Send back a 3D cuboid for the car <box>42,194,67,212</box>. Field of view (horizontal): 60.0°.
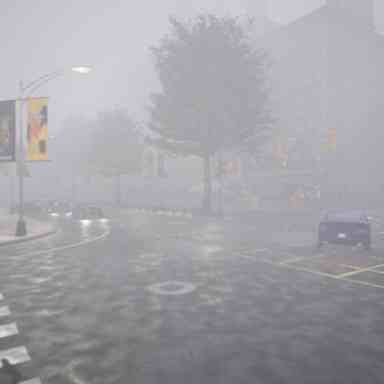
[{"bbox_3d":[-15.324,1.352,38.301,2.097,1.767,4.553,0,0,-35],"label":"car"}]

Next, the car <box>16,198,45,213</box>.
[{"bbox_3d":[-17.893,1.595,36.475,1.895,1.301,4.718,0,0,-35],"label":"car"}]

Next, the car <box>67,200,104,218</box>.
[{"bbox_3d":[-9.466,1.505,29.986,1.837,1.490,4.892,0,0,-35],"label":"car"}]

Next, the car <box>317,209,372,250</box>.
[{"bbox_3d":[6.720,1.478,14.609,1.882,1.535,5.008,1,0,27],"label":"car"}]

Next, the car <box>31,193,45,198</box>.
[{"bbox_3d":[-21.429,1.222,46.996,2.150,2.045,5.566,0,0,-35],"label":"car"}]
